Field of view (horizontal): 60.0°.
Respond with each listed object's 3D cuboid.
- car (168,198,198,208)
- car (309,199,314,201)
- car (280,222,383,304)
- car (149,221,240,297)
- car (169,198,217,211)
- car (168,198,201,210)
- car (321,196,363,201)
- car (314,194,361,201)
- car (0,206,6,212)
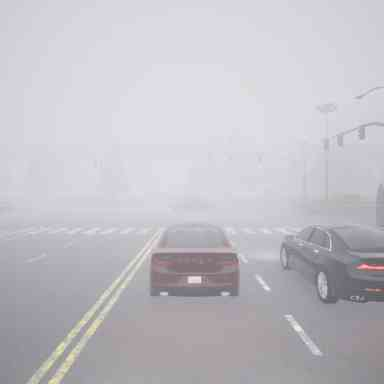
[{"bbox_3d":[-1.238,1.564,47.207,4.181,1.385,1.994,0,0,0],"label":"car"},{"bbox_3d":[18.051,1.505,47.137,4.892,1.490,1.837,0,0,0],"label":"car"},{"bbox_3d":[3.554,1.505,8.128,1.837,1.490,4.892,0,0,0],"label":"car"},{"bbox_3d":[0.055,1.478,8.640,1.882,1.535,5.008,0,0,0],"label":"car"},{"bbox_3d":[0.268,1.547,40.200,5.357,1.411,2.033,0,0,0],"label":"car"},{"bbox_3d":[-0.972,1.564,43.706,4.181,1.385,1.994,0,0,0],"label":"car"},{"bbox_3d":[18.601,1.526,40.135,4.674,1.442,1.812,0,0,0],"label":"car"},{"bbox_3d":[19.498,1.221,43.633,5.566,2.045,2.150,0,0,0],"label":"car"},{"bbox_3d":[-21.533,1.547,33.080,5.357,1.411,2.033,0,0,0],"label":"car"}]
